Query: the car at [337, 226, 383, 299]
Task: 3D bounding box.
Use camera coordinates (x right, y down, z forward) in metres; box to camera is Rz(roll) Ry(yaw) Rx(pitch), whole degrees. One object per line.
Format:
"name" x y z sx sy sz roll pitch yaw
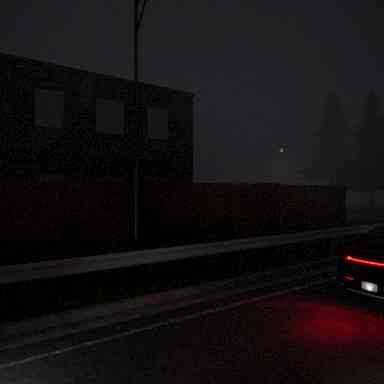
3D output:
"car" 5.266 1.504 7.548 4.892 1.490 1.837 0 0 -35
